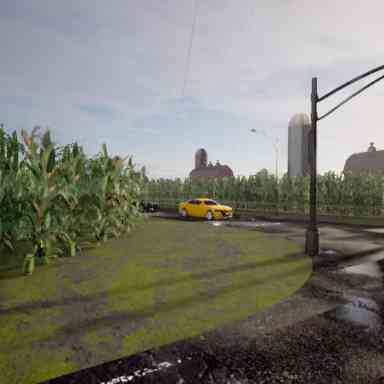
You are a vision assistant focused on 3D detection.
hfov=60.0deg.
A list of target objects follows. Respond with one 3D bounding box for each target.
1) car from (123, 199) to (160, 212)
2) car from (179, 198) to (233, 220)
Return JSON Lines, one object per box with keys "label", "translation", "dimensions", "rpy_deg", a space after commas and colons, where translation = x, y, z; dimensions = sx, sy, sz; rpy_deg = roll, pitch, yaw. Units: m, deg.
{"label": "car", "translation": [-5.173, 1.321, 33.915], "dimensions": [1.895, 1.301, 4.718], "rpy_deg": [2, 0, -38]}
{"label": "car", "translation": [1.008, 1.278, 25.976], "dimensions": [1.882, 1.535, 5.008], "rpy_deg": [2, 0, -38]}
